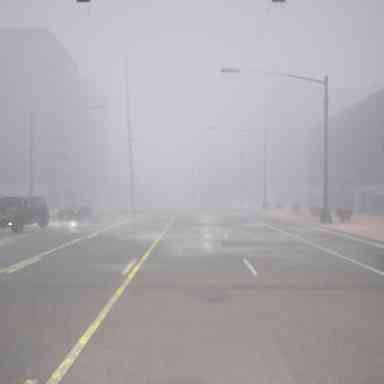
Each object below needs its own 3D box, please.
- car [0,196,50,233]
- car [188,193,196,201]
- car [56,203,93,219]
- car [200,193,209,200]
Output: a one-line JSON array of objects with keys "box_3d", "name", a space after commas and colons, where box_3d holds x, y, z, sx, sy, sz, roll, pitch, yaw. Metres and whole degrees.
[{"box_3d": [-10.599, 1.267, 20.174, 2.150, 2.045, 5.566, 0, 0, -1], "name": "car"}, {"box_3d": [0.005, 1.312, 89.133, 2.097, 1.767, 4.553, 0, 2, 0], "name": "car"}, {"box_3d": [-10.573, 1.723, 30.282, 1.895, 1.301, 4.718, 0, 0, 0], "name": "car"}, {"box_3d": [3.505, 1.484, 89.168, 1.812, 1.442, 4.674, 0, 2, 0], "name": "car"}]
